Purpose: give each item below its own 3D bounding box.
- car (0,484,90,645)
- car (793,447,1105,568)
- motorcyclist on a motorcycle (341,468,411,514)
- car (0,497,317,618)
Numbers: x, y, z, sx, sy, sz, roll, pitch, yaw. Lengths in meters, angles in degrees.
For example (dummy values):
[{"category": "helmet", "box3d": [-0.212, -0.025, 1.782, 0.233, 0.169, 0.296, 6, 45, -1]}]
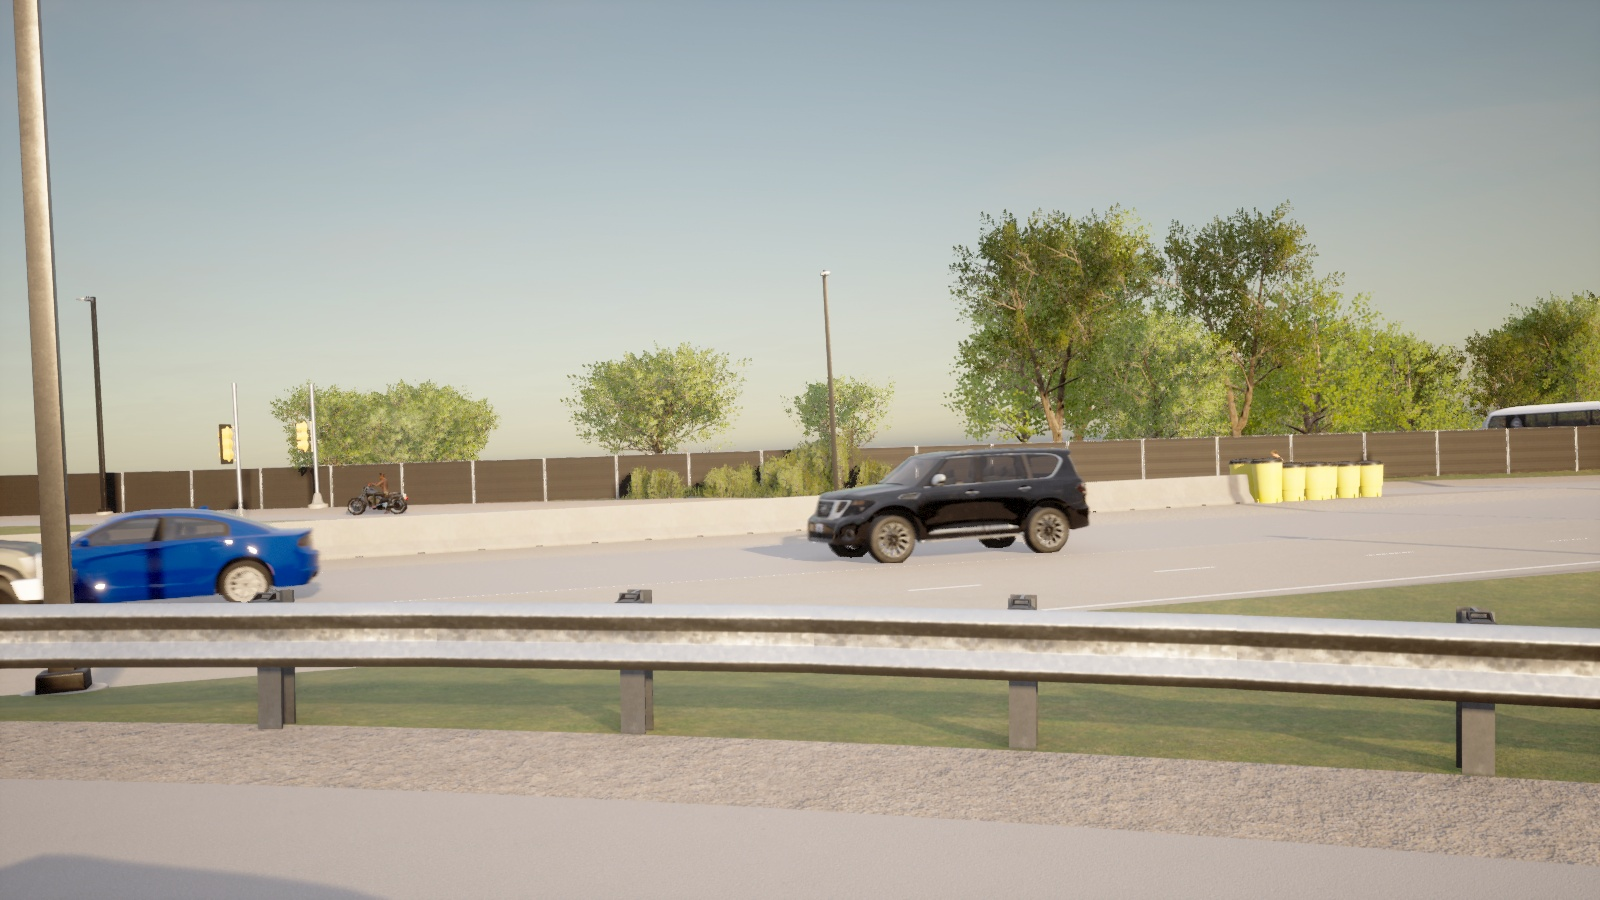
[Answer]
[{"category": "car", "box3d": [-11.272, 1.411, 15.001, 4.605, 1.855, 1.932, -1, -1, -21]}, {"category": "car", "box3d": [2.881, 1.035, 24.290, 5.566, 2.045, 2.150, -1, -1, -21]}, {"category": "motorcyclist on a motorcycle", "box3d": [-16.091, 1.551, 47.686, 2.350, 1.649, 0.766, -1, 0, 6]}, {"category": "car", "box3d": [-10.094, 1.588, 19.215, 5.008, 1.535, 1.882, -1, -1, -21]}]
